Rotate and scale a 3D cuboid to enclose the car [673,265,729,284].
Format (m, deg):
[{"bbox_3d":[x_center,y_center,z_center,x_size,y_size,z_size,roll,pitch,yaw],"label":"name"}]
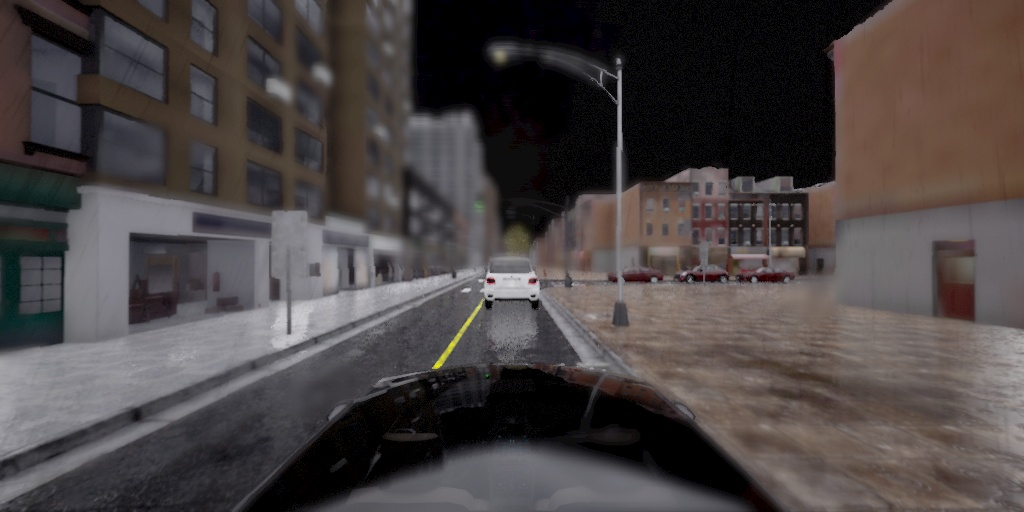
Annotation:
[{"bbox_3d":[15.822,1.481,30.195,4.097,1.591,1.967,0,0,0],"label":"car"}]

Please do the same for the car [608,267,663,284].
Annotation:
[{"bbox_3d":[10.359,1.592,30.197,4.507,1.381,1.888,0,0,0],"label":"car"}]

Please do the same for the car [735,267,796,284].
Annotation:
[{"bbox_3d":[21.287,1.581,30.191,4.507,1.381,1.888,0,0,0],"label":"car"}]

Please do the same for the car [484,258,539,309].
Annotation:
[{"bbox_3d":[-0.004,1.110,15.877,2.150,2.045,5.566,0,-1,0],"label":"car"}]
